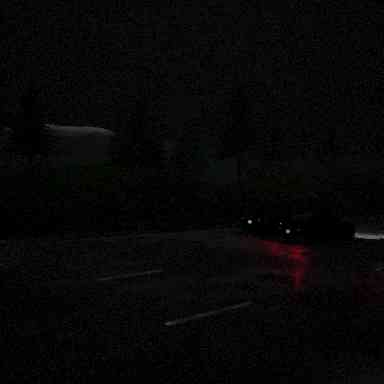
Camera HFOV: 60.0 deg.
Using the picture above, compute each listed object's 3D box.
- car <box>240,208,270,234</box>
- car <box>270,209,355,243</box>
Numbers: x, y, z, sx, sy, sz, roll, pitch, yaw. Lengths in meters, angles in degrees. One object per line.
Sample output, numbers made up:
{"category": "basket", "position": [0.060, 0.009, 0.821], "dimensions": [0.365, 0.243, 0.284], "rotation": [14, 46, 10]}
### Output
{"category": "car", "position": [4.936, 1.696, 20.158], "dimensions": [4.181, 1.385, 1.994], "rotation": [1, 0, -35]}
{"category": "car", "position": [6.356, 1.651, 16.871], "dimensions": [4.674, 1.442, 1.812], "rotation": [1, 0, -35]}
